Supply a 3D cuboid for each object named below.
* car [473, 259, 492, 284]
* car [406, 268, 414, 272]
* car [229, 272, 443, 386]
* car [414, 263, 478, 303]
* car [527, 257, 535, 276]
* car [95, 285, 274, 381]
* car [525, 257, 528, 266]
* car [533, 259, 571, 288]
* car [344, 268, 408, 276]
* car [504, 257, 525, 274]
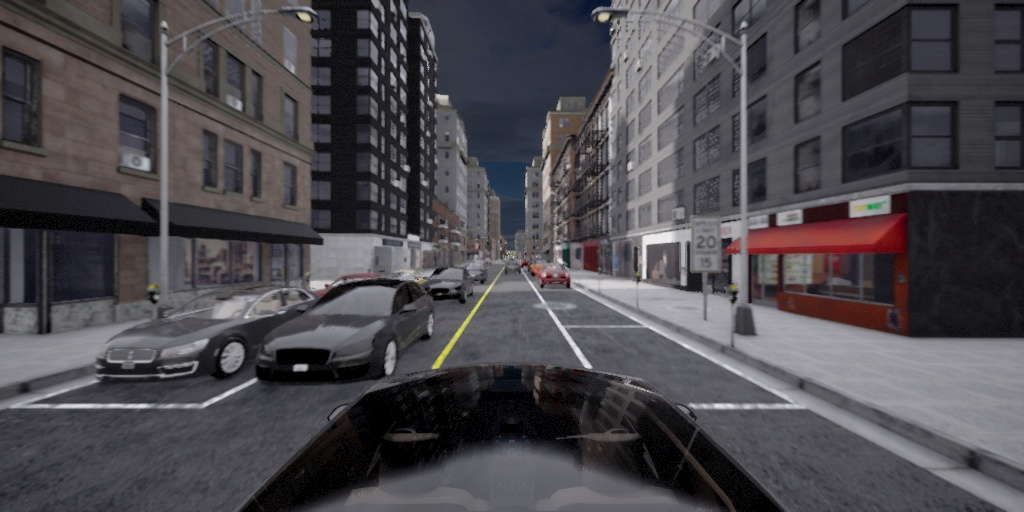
[{"bbox_3d":[-2.840,1.242,26.845,2.128,1.511,4.902,0,0,0],"label":"car"},{"bbox_3d":[-5.390,1.277,17.957,1.751,1.417,4.829,0,0,0],"label":"car"},{"bbox_3d":[-2.852,1.256,7.266,1.837,1.490,4.892,0,0,0],"label":"car"},{"bbox_3d":[-2.855,1.257,16.611,1.837,1.490,4.892,0,0,0],"label":"car"},{"bbox_3d":[2.983,1.102,37.230,2.097,1.767,4.553,0,0,0],"label":"car"},{"bbox_3d":[-5.389,1.301,7.219,2.007,1.370,4.403,0,0,0],"label":"car"},{"bbox_3d":[2.983,1.101,44.230,2.097,1.767,4.553,0,0,0],"label":"car"},{"bbox_3d":[2.634,1.192,23.575,1.967,1.591,4.097,0,0,0],"label":"car"},{"bbox_3d":[-5.390,1.296,12.673,1.888,1.381,4.507,0,0,0],"label":"car"},{"bbox_3d":[0.094,1.240,41.379,2.128,1.511,4.902,0,0,0],"label":"car"}]
